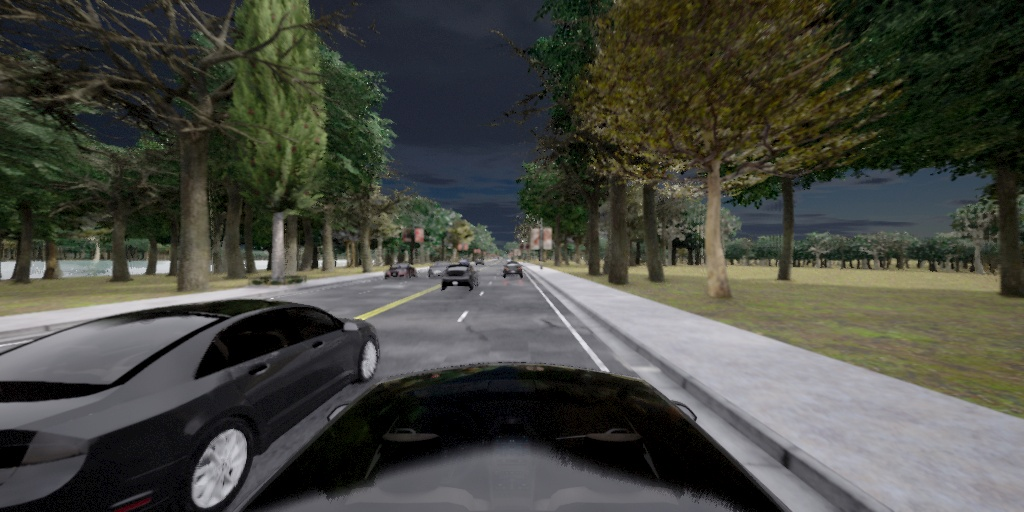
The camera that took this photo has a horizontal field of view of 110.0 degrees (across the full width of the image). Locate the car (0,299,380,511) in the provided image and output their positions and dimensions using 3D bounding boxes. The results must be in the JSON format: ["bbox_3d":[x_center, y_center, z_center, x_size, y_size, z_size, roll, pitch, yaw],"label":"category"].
[{"bbox_3d":[-3.152,1.255,4.174,1.837,1.490,4.892,0,0,0],"label":"car"}]

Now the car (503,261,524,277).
[{"bbox_3d":[0.099,1.311,35.367,1.812,1.442,4.674,0,-1,0],"label":"car"}]

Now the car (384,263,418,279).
[{"bbox_3d":[-9.840,1.342,32.007,1.994,1.385,4.181,0,0,0],"label":"car"}]

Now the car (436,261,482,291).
[{"bbox_3d":[-3.145,1.267,22.261,1.837,1.490,4.892,0,0,0],"label":"car"}]

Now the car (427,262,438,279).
[{"bbox_3d":[-6.590,1.273,33.625,2.128,1.511,4.902,0,0,0],"label":"car"}]
